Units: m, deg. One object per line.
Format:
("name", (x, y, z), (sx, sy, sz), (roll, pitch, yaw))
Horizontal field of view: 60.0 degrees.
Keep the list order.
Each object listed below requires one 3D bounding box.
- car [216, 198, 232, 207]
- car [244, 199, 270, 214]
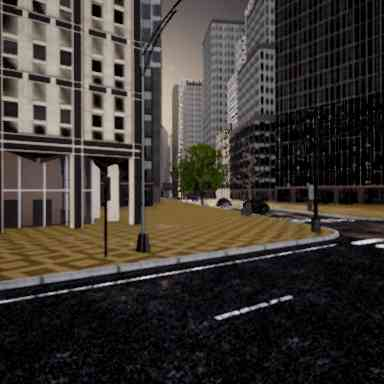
("car", (5.236, 1.750, 54.580), (1.812, 1.442, 4.674), (0, 0, -7))
("car", (7.339, 1.599, 38.142), (1.882, 1.535, 5.008), (0, 0, -7))
